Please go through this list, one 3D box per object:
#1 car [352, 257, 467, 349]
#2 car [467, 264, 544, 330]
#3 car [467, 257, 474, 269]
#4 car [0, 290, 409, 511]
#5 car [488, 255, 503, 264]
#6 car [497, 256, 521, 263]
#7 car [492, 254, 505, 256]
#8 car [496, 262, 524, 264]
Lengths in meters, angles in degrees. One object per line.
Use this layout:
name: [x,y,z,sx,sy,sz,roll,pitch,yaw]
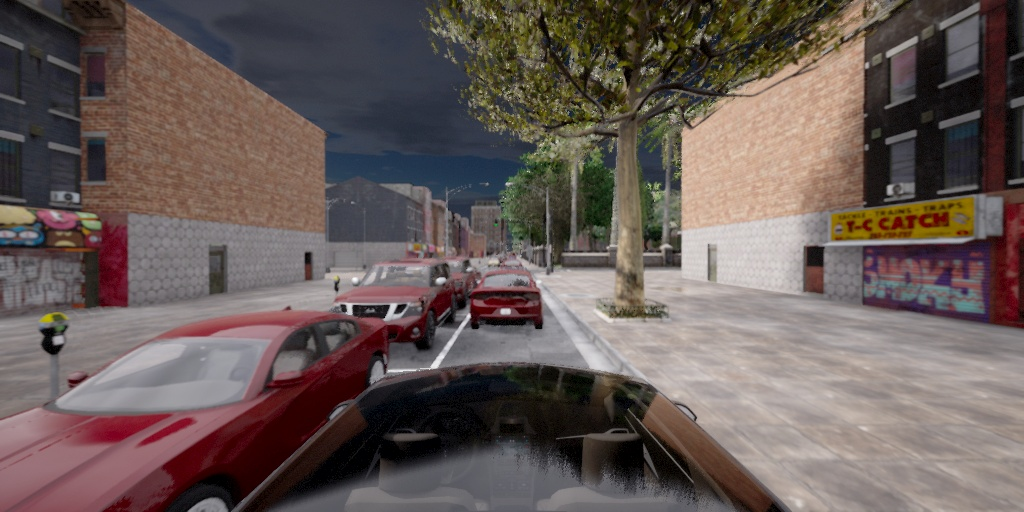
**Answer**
car: [-2.635,1.003,9.100,2.192,1.841,5.009,0,0,0]
car: [-0.097,1.152,10.902,1.882,1.535,5.008,0,0,1]
car: [-2.633,0.957,14.712,2.192,1.841,5.009,0,0,0]
car: [-2.637,1.280,3.489,1.888,1.381,4.507,0,0,0]
car: [-2.633,0.868,52.707,1.751,1.417,4.829,0,0,0]
car: [0.010,1.000,29.842,1.882,1.535,5.008,0,0,0]
car: [-2.635,0.617,58.145,2.192,1.841,5.009,0,0,0]
car: [0.112,1.202,19.847,1.895,1.301,4.718,0,0,0]
